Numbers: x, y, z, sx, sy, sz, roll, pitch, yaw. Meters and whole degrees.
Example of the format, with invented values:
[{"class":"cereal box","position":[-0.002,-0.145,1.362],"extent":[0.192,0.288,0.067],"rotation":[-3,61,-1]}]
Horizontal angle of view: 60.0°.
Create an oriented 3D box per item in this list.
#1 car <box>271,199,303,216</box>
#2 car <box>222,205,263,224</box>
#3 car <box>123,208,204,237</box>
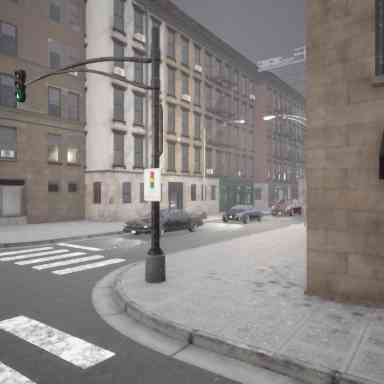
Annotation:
[{"class":"car","position":[9.979,1.539,34.789],"extent":[2.097,1.767,4.553],"rotation":[0,0,35]},{"class":"car","position":[4.064,1.696,26.503],"extent":[1.994,1.385,4.181],"rotation":[0,0,36]},{"class":"car","position":[-1.388,1.630,18.861],"extent":[2.033,1.411,5.357],"rotation":[0,0,35]}]
